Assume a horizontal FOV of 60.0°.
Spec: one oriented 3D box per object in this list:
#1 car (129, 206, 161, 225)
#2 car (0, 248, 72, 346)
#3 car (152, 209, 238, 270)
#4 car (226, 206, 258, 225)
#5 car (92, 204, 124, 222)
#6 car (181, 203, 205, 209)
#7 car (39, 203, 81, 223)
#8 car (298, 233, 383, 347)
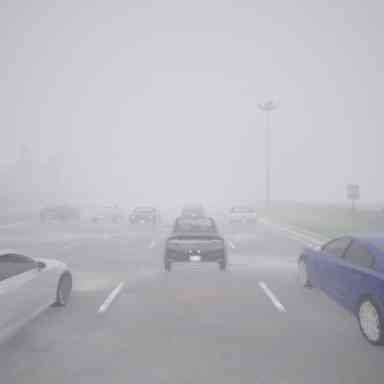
[{"bbox_3d":[-3.413,1.741,24.994,1.895,1.301,4.718,0,0,0],"label":"car"},{"bbox_3d":[-3.426,1.554,5.075,1.812,1.442,4.674,0,0,0],"label":"car"},{"bbox_3d":[0.090,1.555,11.212,2.128,1.511,4.902,0,0,0],"label":"car"},{"bbox_3d":[3.587,1.742,24.995,1.895,1.301,4.718,0,0,0],"label":"car"},{"bbox_3d":[-6.910,1.680,27.581,1.812,1.442,4.674,0,0,0],"label":"car"},{"bbox_3d":[0.090,1.636,28.145,1.882,1.535,5.008,0,0,0],"label":"car"},{"bbox_3d":[-10.412,1.640,26.589,2.128,1.511,4.902,0,0,0],"label":"car"},{"bbox_3d":[3.580,1.514,6.385,1.882,1.535,5.008,0,0,0],"label":"car"}]
